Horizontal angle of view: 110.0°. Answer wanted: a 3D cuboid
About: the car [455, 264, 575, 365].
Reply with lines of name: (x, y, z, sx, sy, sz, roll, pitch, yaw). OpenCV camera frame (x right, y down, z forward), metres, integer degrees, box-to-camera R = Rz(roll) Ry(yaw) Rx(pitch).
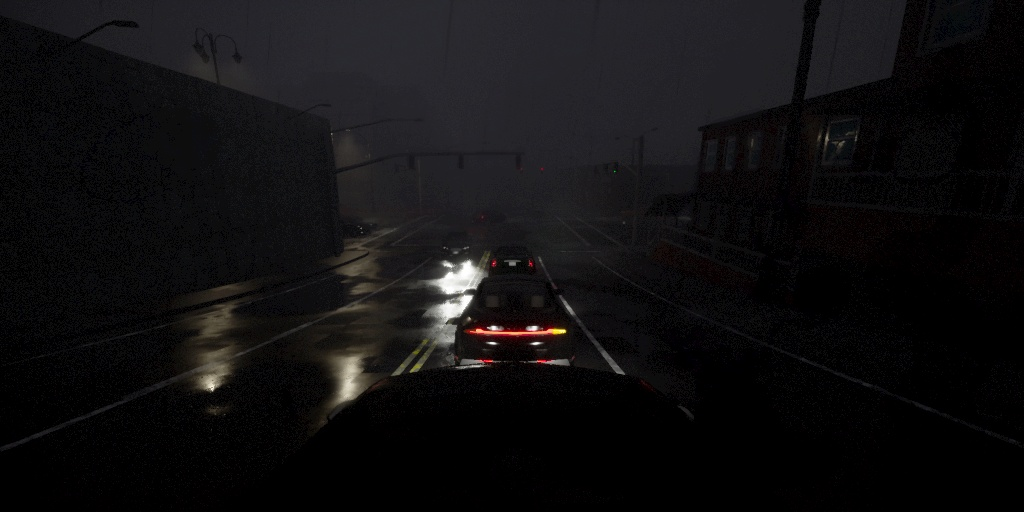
car: (0.056, 1.122, 7.183, 1.837, 1.490, 4.892, 0, 2, 0)

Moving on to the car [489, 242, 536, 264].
car: (0.024, 0.085, 17.436, 2.097, 1.767, 4.553, 0, 7, 0)

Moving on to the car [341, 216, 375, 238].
car: (-15.274, -2.661, 32.284, 4.553, 1.767, 2.097, 0, 12, 0)

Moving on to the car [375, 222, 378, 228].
car: (-15.833, -3.239, 35.742, 4.674, 1.442, 1.812, 0, 12, 0)

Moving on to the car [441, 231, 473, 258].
car: (-3.711, -0.897, 24.626, 2.128, 1.511, 4.902, -1, 10, -6)

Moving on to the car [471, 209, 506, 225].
car: (-2.684, -4.655, 41.394, 2.097, 1.767, 4.553, 8, 15, 34)

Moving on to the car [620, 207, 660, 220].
car: (16.467, -5.546, 46.039, 5.008, 1.535, 1.882, 0, 12, 0)
